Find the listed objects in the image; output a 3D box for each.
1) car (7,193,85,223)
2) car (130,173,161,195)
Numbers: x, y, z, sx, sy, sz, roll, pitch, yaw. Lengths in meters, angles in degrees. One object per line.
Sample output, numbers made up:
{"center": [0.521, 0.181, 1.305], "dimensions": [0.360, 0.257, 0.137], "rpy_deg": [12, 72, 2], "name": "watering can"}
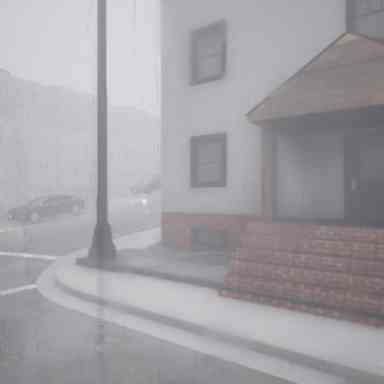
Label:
{"center": [-9.302, 0.944, 21.537], "dimensions": [1.837, 1.490, 4.892], "rpy_deg": [0, 7, 35], "name": "car"}
{"center": [-3.560, -0.840, 29.710], "dimensions": [1.812, 1.442, 4.674], "rpy_deg": [0, 13, 35], "name": "car"}
